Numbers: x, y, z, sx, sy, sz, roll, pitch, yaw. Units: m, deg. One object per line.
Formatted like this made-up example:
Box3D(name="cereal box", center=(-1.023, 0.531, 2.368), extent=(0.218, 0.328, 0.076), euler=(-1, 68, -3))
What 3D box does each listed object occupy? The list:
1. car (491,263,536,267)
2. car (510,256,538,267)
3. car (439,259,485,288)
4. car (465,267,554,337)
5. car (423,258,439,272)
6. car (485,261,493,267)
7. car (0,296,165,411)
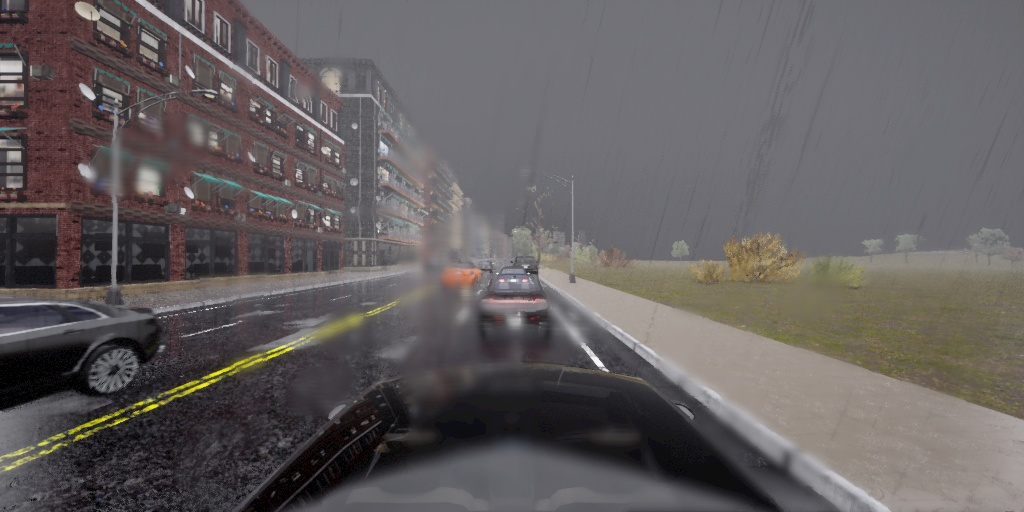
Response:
Box3D(name="car", center=(0.062, 1.301, 20.794), extent=(2.033, 1.411, 5.357), euler=(0, 0, 0))
Box3D(name="car", center=(1.073, 0.979, 31.007), extent=(2.150, 2.045, 5.566), euler=(0, 0, 0))
Box3D(name="car", center=(-3.199, 1.107, 23.728), extent=(2.097, 1.767, 4.553), euler=(0, 0, 0))
Box3D(name="car", center=(0.082, 1.243, 10.354), extent=(2.128, 1.511, 4.902), euler=(0, 0, 0))
Box3D(name="car", center=(-9.947, 1.106, 45.819), extent=(2.097, 1.767, 4.553), euler=(0, 0, 0))
Box3D(name="car", center=(-3.235, 1.301, 43.504), extent=(2.033, 1.411, 5.357), euler=(0, 0, 0))
Box3D(name="car", center=(-6.605, 1.242, 3.763), extent=(2.128, 1.511, 4.902), euler=(0, 0, 0))
